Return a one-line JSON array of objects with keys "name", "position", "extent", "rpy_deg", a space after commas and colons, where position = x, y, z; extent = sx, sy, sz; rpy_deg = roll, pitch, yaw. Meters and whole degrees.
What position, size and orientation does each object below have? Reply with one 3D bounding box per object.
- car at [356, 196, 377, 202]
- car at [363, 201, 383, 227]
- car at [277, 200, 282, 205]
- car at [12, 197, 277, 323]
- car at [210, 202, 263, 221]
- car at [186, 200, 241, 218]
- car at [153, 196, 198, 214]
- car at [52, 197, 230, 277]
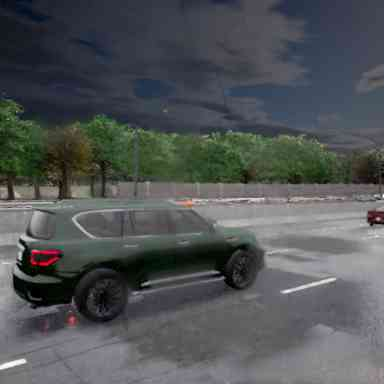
[{"name": "car", "position": [31.668, 1.458, 60.393], "extent": [4.181, 1.385, 1.994], "rpy_deg": [-1, 1, -35]}, {"name": "car", "position": [13.480, 1.523, 21.888], "extent": [5.008, 1.535, 1.882], "rpy_deg": [0, 0, -35]}, {"name": "car", "position": [8.849, 1.549, 40.265], "extent": [4.902, 1.511, 2.128], "rpy_deg": [0, 0, -35]}, {"name": "car", "position": [-0.854, 1.228, 7.434], "extent": [5.566, 2.045, 2.150], "rpy_deg": [0, 0, -35]}, {"name": "car", "position": [3.798, 1.601, 28.143], "extent": [4.181, 1.385, 1.994], "rpy_deg": [0, 0, -35]}, {"name": "car", "position": [2.048, 1.529, 31.192], "extent": [4.902, 1.511, 2.128], "rpy_deg": [0, 0, -35]}, {"name": "car", "position": [-1.775, 1.390, 37.060], "extent": [4.553, 1.767, 2.097], "rpy_deg": [0, 0, -35]}, {"name": "car", "position": [-1.532, 1.231, 11.247], "extent": [5.566, 2.045, 2.150], "rpy_deg": [0, 0, -35]}]
